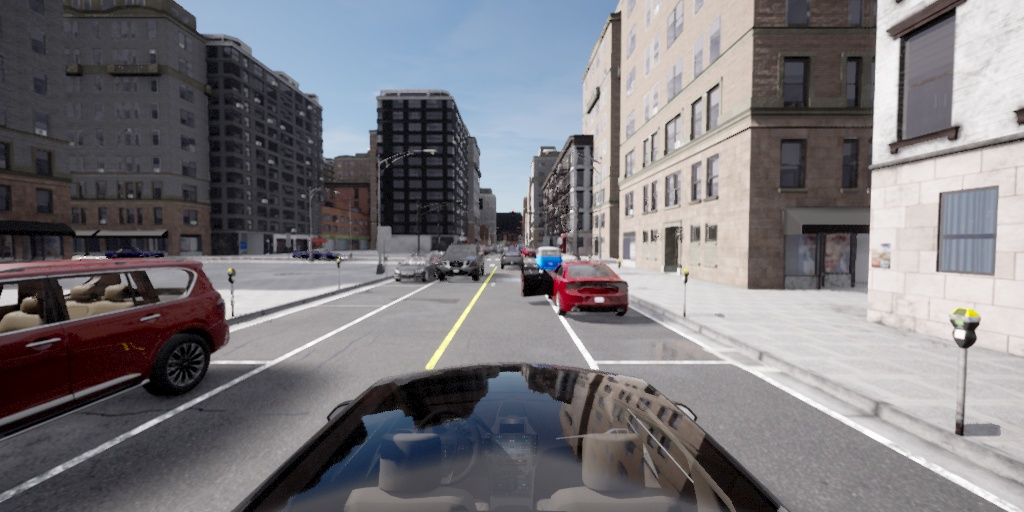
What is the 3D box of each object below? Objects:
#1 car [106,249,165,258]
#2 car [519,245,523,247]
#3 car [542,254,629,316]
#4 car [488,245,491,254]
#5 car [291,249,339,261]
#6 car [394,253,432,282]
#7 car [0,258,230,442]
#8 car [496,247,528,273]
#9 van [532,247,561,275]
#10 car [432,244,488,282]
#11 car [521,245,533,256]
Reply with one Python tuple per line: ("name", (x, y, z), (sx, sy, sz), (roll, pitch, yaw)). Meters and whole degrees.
("car", (-40.314, -0.129, 38.482), (4.718, 1.301, 1.895), (0, 2, 0))
("car", (2.652, -0.892, 58.541), (2.192, 1.841, 5.009), (0, 0, 0))
("car", (2.238, 0.887, 11.652), (1.882, 1.535, 5.008), (0, 2, 0))
("car", (-5.371, -1.079, 63.950), (2.192, 1.841, 5.009), (0, 0, 0))
("car", (-22.734, -0.136, 41.524), (4.718, 1.301, 1.895), (0, 2, -1))
("car", (-5.383, 0.653, 20.597), (2.007, 1.370, 4.403), (0, 0, 0))
("car", (-5.388, 1.001, 3.567), (2.192, 1.841, 5.009), (0, 0, 0))
("car", (0.009, 0.262, 30.229), (2.128, 1.511, 4.902), (0, 2, 0))
("van", (2.644, 0.248, 26.271), (1.690, 1.789, 3.998), (0, 0, 0))
("car", (-2.829, 0.310, 20.968), (2.150, 2.045, 5.566), (0, 2, 0))
("car", (2.651, -0.475, 53.135), (1.888, 1.381, 4.507), (0, 0, 0))
